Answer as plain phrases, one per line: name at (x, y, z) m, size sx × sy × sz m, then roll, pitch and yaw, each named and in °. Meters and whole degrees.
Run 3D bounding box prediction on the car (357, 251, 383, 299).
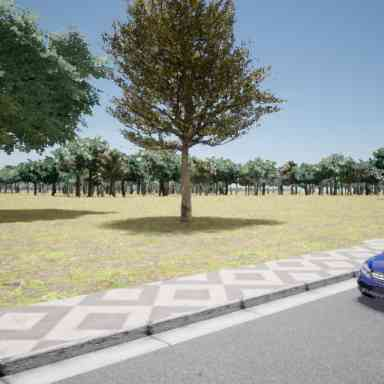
car at (5.553, 1.526, 7.330) m, size 4.674 × 1.442 × 1.812 m, roll 0°, pitch 0°, yaw -35°
